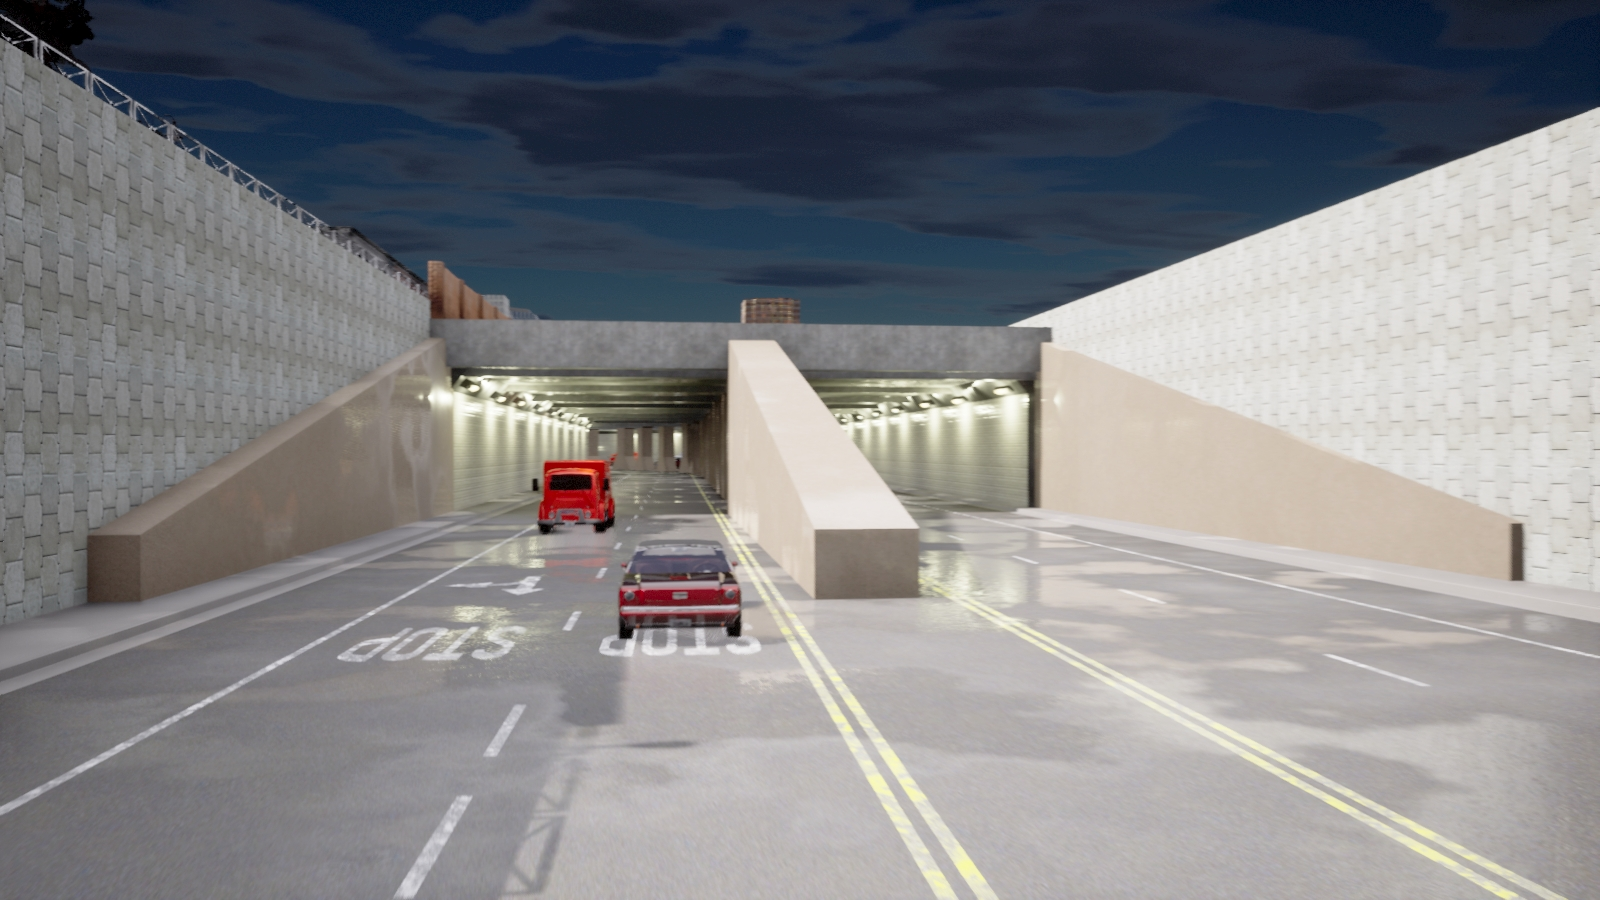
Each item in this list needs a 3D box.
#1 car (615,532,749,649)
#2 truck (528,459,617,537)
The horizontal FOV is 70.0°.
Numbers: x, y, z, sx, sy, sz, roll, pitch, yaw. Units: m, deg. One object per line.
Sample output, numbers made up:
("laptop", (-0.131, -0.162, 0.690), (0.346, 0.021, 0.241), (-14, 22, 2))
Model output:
("car", (-1.919, 2.157, 18.552), (1.895, 1.301, 4.718), (0, 0, -6))
("truck", (-7.767, 1.575, 39.586), (2.627, 2.467, 5.204), (0, 0, -7))
